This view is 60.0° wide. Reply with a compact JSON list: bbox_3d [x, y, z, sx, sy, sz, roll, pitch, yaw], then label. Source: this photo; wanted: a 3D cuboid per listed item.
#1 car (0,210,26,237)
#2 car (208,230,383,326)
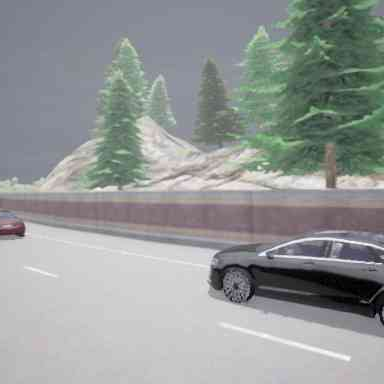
[{"bbox_3d":[-10.608,1.678,17.896,4.181,1.385,1.994,0,0,44],"label":"car"},{"bbox_3d":[2.612,1.505,6.554,4.902,1.511,2.128,0,0,36],"label":"car"}]
